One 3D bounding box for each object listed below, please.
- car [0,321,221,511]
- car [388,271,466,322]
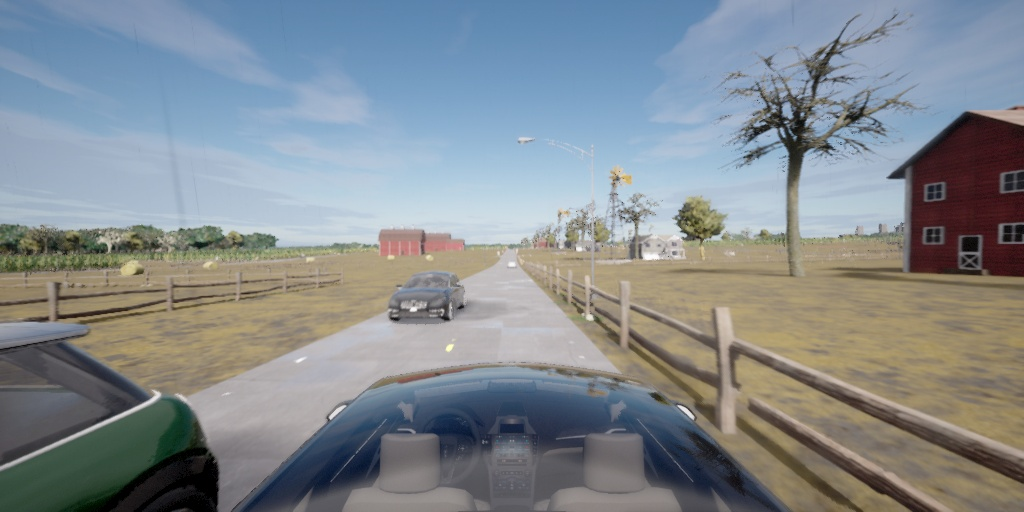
[{"bbox_3d":[-2.842,1.098,0.237,2.097,1.767,4.553,0,0,0],"label":"car"},{"bbox_3d":[-2.772,1.307,12.582,1.837,1.490,4.892,0,-1,1],"label":"car"}]
